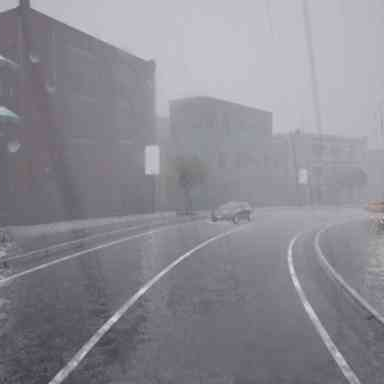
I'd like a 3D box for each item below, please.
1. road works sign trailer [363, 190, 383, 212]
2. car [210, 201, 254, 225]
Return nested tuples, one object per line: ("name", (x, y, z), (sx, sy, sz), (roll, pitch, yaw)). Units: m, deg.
("road works sign trailer", (24.264, 1.262, 43.114), (2.380, 2.880, 3.560), (3, 3, 0))
("car", (3.002, 1.441, 24.142), (1.837, 1.490, 4.892), (2, 1, 30))
